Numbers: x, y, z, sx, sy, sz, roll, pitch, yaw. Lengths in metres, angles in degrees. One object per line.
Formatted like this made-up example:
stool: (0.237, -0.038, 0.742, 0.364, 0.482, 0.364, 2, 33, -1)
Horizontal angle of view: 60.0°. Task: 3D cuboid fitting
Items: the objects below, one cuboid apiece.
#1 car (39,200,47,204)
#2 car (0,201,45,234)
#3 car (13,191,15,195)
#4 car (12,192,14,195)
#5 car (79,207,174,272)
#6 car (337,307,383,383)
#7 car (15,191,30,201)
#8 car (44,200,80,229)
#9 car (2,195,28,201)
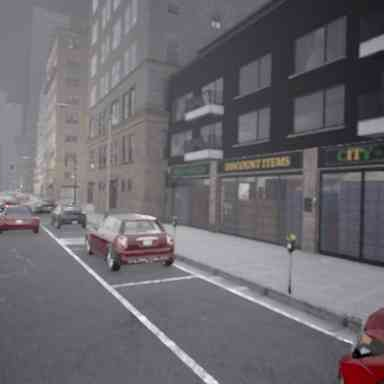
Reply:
car: (-13.116, 1.369, 30.110, 1.947, 1.339, 4.313, 1, 0, -30)
car: (-9.542, 1.406, 18.220, 1.994, 1.385, 4.181, 1, 0, -30)
car: (-36.826, 1.010, 71.738, 2.008, 1.369, 4.403, 1, 0, -30)
car: (-42.172, 0.837, 81.141, 1.967, 1.590, 4.097, 1, 0, -30)
car: (-2.202, 1.427, 11.002, 1.967, 1.590, 4.097, 1, 0, -30)
car: (3.257, 1.395, 1.447, 2.192, 1.841, 5.009, 1, 0, -30)
car: (-31.477, 0.969, 62.334, 1.967, 1.590, 4.097, 1, 0, -30)
car: (-7.660, 1.445, 20.556, 2.008, 1.369, 4.403, 1, 0, -30)
car: (-15.525, 1.246, 28.645, 1.837, 1.490, 4.892, 1, 0, -29)
